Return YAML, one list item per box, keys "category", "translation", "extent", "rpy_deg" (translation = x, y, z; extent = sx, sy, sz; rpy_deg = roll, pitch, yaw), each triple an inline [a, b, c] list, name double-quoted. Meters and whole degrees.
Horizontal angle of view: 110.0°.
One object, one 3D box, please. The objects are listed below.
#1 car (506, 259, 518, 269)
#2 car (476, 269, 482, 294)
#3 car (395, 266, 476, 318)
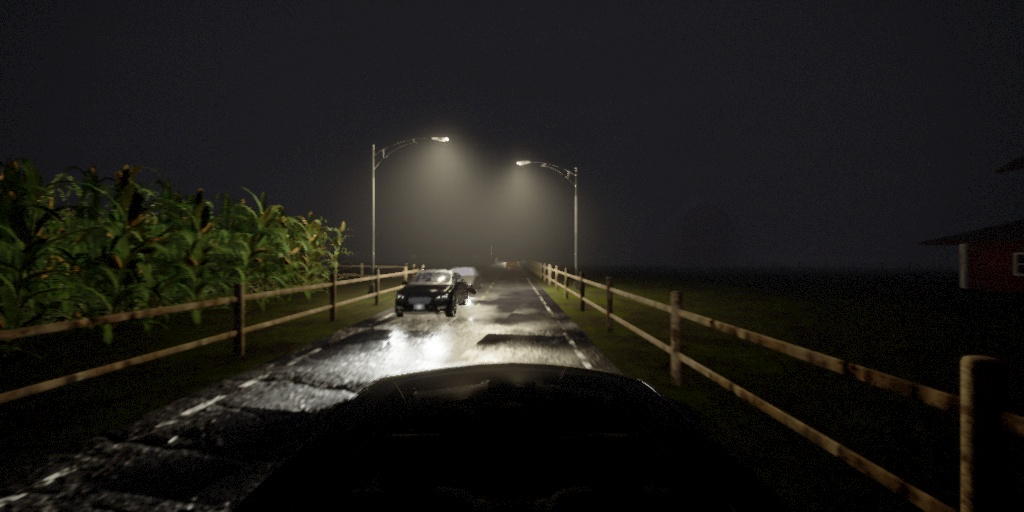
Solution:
- category: "car"
  translation: [-0.002, 1.224, 58.187]
  extent: [1.882, 1.535, 5.008]
  rpy_deg: [0, 0, 0]
- category: "car"
  translation: [-2.753, 1.299, 20.522]
  extent: [2.033, 1.411, 5.357]
  rpy_deg: [0, 0, 0]
- category: "car"
  translation: [-2.755, 1.245, 13.076]
  extent: [2.128, 1.511, 4.902]
  rpy_deg: [0, 0, 0]
